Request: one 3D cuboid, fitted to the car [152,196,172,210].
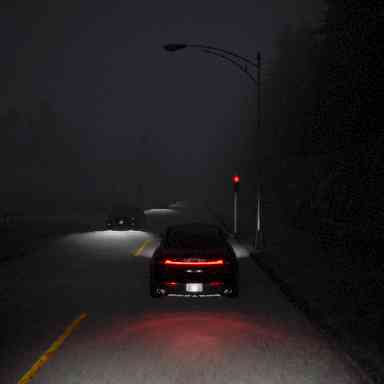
[{"bbox_3d":[-4.086,1.563,43.694,1.994,1.385,4.181,0,0,0],"label":"car"}]

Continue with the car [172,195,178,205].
[{"bbox_3d":[-4.059,1.477,59.571,1.882,1.535,5.008,0,0,0],"label":"car"}]

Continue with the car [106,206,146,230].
[{"bbox_3d":[-4.096,1.564,21.208,1.994,1.385,4.181,0,0,0],"label":"car"}]

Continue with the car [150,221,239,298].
[{"bbox_3d":[0.061,1.505,8.523,1.837,1.490,4.892,0,0,0],"label":"car"}]
